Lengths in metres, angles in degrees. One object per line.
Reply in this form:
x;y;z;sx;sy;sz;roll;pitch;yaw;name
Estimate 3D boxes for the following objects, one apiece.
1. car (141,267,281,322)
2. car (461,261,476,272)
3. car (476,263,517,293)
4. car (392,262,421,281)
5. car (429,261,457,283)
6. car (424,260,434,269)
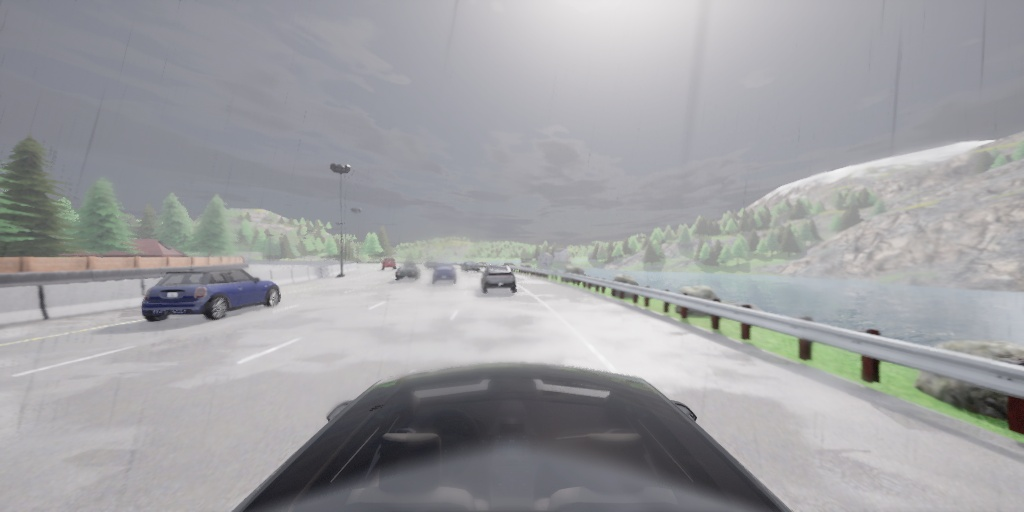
-10.756;1.243;13.316;2.097;1.767;4.553;-1;0;-4;car
-5.737;1.431;48.912;2.033;1.411;5.357;-1;0;-17;car
-0.878;1.279;21.175;2.128;1.511;4.902;0;0;-6;car
-9.308;1.502;32.371;1.895;1.301;4.718;-1;0;-11;car
-5.390;1.376;28.782;1.812;1.442;4.674;0;0;-9;car
-14.231;1.493;62.754;2.128;1.511;4.902;0;0;-21;car
